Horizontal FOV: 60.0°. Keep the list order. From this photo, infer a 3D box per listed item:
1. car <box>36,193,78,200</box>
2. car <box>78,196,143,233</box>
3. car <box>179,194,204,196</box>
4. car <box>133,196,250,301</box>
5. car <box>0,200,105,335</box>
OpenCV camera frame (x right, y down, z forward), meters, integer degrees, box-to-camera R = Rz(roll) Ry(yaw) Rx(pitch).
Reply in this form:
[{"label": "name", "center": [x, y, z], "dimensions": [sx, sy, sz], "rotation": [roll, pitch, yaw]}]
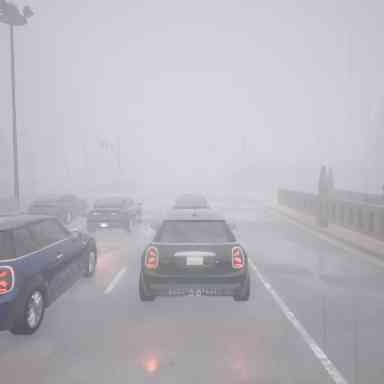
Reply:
[{"label": "car", "center": [-7.048, 0.808, 17.938], "dimensions": [1.837, 1.490, 4.892], "rotation": [0, 3, -1]}, {"label": "car", "center": [-3.533, 0.937, 15.776], "dimensions": [1.837, 1.490, 4.892], "rotation": [0, 3, 0]}, {"label": "car", "center": [-0.041, 0.820, 17.357], "dimensions": [1.882, 1.535, 5.008], "rotation": [0, 3, 0]}, {"label": "car", "center": [0.037, 1.184, 8.126], "dimensions": [2.097, 1.767, 4.553], "rotation": [0, 2, 0]}, {"label": "car", "center": [-3.452, 1.232, 6.688], "dimensions": [2.097, 1.767, 4.553], "rotation": [0, 2, -1]}]
